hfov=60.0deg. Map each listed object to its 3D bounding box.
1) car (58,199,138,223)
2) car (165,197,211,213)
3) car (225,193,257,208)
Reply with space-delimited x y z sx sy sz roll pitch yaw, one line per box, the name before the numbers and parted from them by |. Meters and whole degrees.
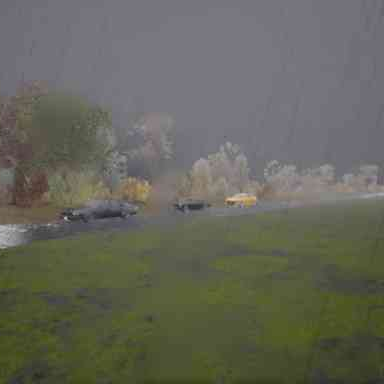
car | -5.972 1.147 21.983 2.033 1.411 5.357 1 1 36
car | -0.273 1.120 29.786 1.895 1.301 4.718 1 1 37
car | 5.629 0.911 37.856 1.882 1.535 5.008 1 1 36
